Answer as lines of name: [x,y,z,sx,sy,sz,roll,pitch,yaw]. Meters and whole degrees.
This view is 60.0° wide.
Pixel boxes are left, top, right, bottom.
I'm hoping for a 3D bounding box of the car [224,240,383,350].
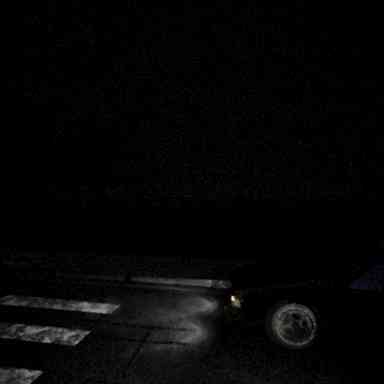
car: [3.235,1.510,5.167,5.357,1.411,2.033,0,1,11]
